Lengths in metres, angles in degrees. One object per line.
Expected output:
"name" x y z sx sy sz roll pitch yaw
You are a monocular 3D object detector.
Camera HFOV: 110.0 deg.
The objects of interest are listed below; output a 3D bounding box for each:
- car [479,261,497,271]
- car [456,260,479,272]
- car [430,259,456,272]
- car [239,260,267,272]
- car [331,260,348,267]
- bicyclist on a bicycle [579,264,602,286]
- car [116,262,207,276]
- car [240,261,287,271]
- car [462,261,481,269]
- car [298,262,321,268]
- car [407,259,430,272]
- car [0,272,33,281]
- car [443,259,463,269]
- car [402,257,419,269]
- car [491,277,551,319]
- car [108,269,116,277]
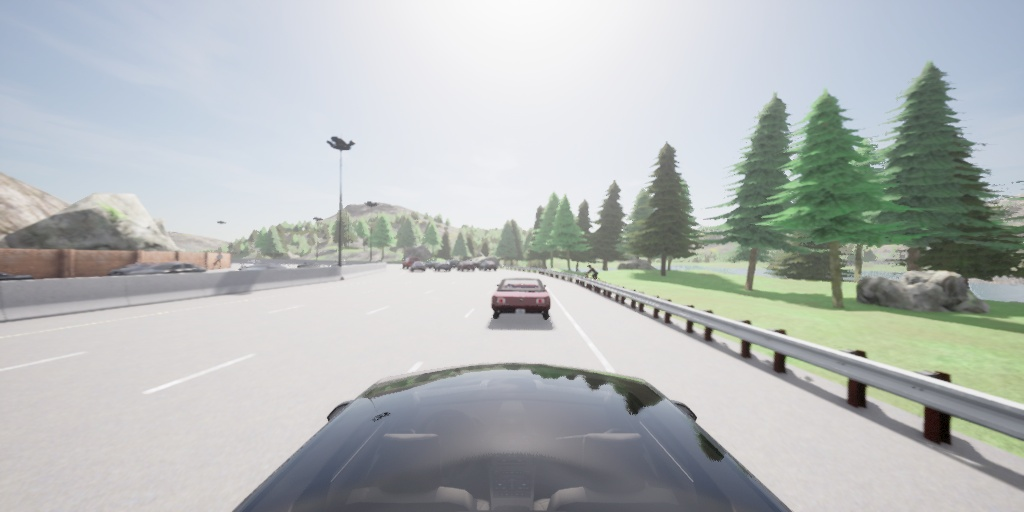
"car" -3.732 1.550 55.196 1.837 1.490 4.892 1 0 -20
"car" -6.852 1.489 53.490 1.882 1.535 5.008 1 0 -20
"car" -10.057 1.469 52.022 2.128 1.511 4.902 1 0 -20
"car" -34.436 1.333 47.788 1.812 1.442 4.674 1 0 -20
"car" -24.478 1.353 51.093 2.128 1.511 4.902 1 0 -20
"bicyclist on a bicycle" 5.682 1.427 25.758 1.656 1.620 0.582 4 0 1
"car" -24.114 1.210 25.265 1.837 1.490 4.892 1 0 0
"car" -20.665 1.286 29.909 1.812 1.442 4.674 1 0 -2
"car" -7.319 1.587 64.649 1.837 1.490 4.892 1 0 -28
"car" -27.314 1.422 48.367 1.895 1.301 4.718 1 0 -17
"car" -13.197 1.490 50.394 2.033 1.411 5.357 1 0 -20
"car" -20.899 1.132 12.790 1.882 1.535 5.008 0 0 2
"car" -10.501 1.395 63.198 2.097 1.767 4.553 1 0 -28
"car" -16.920 1.192 60.401 2.150 2.045 5.566 1 0 -28
"car" 0.339 1.424 13.223 1.895 1.301 4.718 0 0 2
"car" -31.151 1.245 30.266 1.994 1.385 4.181 1 0 -3
